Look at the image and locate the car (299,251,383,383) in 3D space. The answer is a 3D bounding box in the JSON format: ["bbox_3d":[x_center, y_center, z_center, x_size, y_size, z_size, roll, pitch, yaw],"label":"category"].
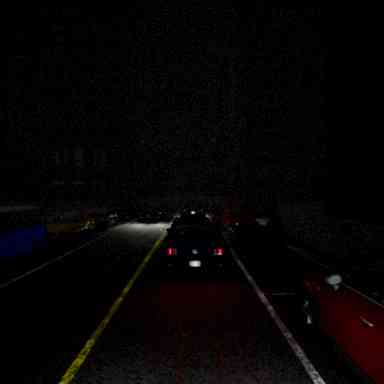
[{"bbox_3d":[2.757,1.435,4.069,1.967,1.590,4.097,0,0,0],"label":"car"}]

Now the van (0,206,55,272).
[{"bbox_3d":[-5.770,1.329,9.698,1.690,1.788,3.998,0,0,0],"label":"van"}]

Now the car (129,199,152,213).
[{"bbox_3d":[-5.778,1.518,37.881,2.008,1.369,4.403,0,0,0],"label":"car"}]

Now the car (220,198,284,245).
[{"bbox_3d":[2.753,1.298,15.340,2.192,1.841,5.009,0,0,0],"label":"car"}]

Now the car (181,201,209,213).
[{"bbox_3d":[0.085,1.537,27.326,1.994,1.385,4.181,0,0,0],"label":"car"}]

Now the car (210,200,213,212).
[{"bbox_3d":[2.751,1.540,26.613,1.947,1.339,4.313,0,0,0],"label":"car"}]

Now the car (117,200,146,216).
[{"bbox_3d":[-5.776,1.537,32.244,1.947,1.339,4.313,0,0,0],"label":"car"}]

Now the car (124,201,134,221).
[{"bbox_3d":[-5.774,1.540,26.608,1.947,1.339,4.313,0,0,0],"label":"car"}]

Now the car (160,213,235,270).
[{"bbox_3d":[0.089,1.588,10.933,1.895,1.301,4.718,0,0,0],"label":"car"}]

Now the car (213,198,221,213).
[{"bbox_3d":[2.751,1.293,20.976,2.192,1.841,5.009,0,0,0],"label":"car"}]

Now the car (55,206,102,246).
[{"bbox_3d":[-5.771,1.508,15.165,1.752,1.417,4.829,0,0,0],"label":"car"}]

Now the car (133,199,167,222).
[{"bbox_3d":[-3.103,1.451,26.449,1.882,1.535,5.008,0,0,0],"label":"car"}]

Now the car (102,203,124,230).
[{"bbox_3d":[-5.772,1.560,20.972,1.802,1.307,4.206,0,0,0],"label":"car"}]

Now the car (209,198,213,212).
[{"bbox_3d":[2.747,1.408,37.885,1.967,1.590,4.097,0,0,0],"label":"car"}]
